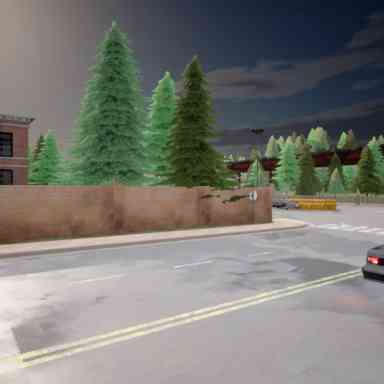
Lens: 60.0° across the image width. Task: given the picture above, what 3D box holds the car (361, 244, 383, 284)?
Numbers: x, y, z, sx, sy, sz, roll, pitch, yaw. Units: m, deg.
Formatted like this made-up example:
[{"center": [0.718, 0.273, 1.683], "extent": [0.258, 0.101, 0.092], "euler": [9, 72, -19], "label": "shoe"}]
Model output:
[{"center": [6.347, 1.547, 8.253], "extent": [5.357, 1.411, 2.033], "euler": [0, 0, -35], "label": "car"}]

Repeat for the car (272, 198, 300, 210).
[{"center": [11.415, 1.487, 42.386], "extent": [2.128, 1.511, 4.902], "euler": [0, 0, -35], "label": "car"}]
